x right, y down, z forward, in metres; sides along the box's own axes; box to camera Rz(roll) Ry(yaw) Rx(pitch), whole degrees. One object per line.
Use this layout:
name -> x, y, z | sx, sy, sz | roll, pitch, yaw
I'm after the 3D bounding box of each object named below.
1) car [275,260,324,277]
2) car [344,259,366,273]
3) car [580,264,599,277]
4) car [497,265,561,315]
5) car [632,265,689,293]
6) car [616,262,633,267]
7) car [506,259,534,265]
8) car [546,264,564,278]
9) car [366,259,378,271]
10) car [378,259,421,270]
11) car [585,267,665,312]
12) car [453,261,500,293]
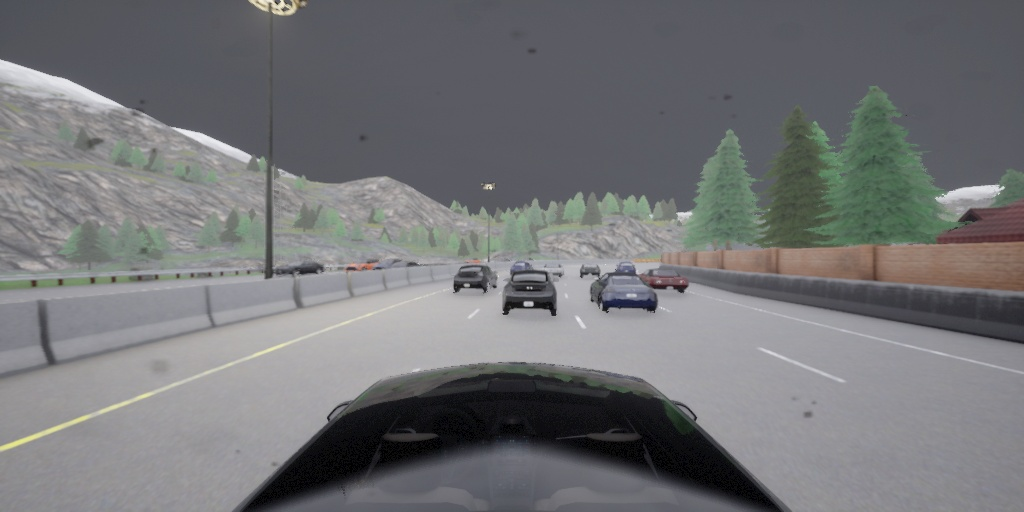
car -> -20.996, 1.190, 35.689 | 1.882, 1.535, 5.008 | 0, 0, 12
car -> -16.473, 1.080, 39.974 | 2.097, 1.767, 4.553 | 0, 0, 14
car -> 7.705, 1.390, 35.198 | 1.895, 1.301, 4.718 | 0, 0, 13
car -> 0.730, 1.264, 13.719 | 1.837, 1.490, 4.892 | 0, 0, 5
car -> 8.562, 1.385, 20.942 | 1.895, 1.301, 4.718 | 0, 0, 8
car -> 11.995, 1.328, 37.808 | 1.812, 1.442, 4.674 | 0, 0, 14
car -> 1.053, 1.299, 37.355 | 1.812, 1.442, 4.674 | 0, 0, 13
car -> 4.071, 1.381, 35.017 | 1.895, 1.301, 4.718 | 0, 0, 13
car -> -13.173, 1.088, 38.754 | 2.097, 1.767, 4.553 | 0, 0, 13
car -> -10.497, 1.245, 34.691 | 1.837, 1.490, 4.892 | 0, 0, 12
car -> 4.307, 1.333, 14.370 | 1.994, 1.385, 4.181 | 0, 0, 5
car -> -2.023, 1.260, 20.787 | 1.837, 1.490, 4.892 | 0, 0, 7
